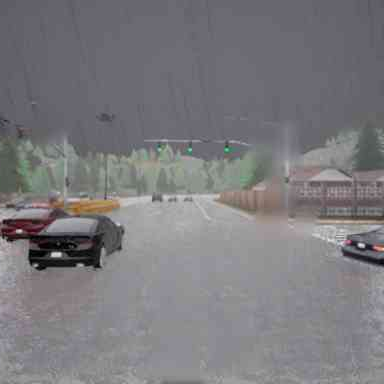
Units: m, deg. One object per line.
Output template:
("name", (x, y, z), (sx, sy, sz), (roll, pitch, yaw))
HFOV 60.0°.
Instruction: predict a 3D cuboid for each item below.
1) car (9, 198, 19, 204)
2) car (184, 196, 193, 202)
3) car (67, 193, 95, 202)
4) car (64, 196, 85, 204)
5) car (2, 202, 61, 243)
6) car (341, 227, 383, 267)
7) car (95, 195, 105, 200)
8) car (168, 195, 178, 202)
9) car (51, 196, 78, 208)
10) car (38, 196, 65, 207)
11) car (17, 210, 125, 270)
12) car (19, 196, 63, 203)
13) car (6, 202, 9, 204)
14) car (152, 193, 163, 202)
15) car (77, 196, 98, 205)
("car", (-18.008, 1.498, 37.653), (2.033, 1.411, 5.357), (0, 0, -1))
("car", (-0.804, 1.562, 75.293), (1.994, 1.385, 4.181), (0, 0, -1))
("car", (-14.542, 1.184, 42.038), (2.150, 2.045, 5.566), (0, 0, 0))
("car", (-21.662, 1.435, 61.633), (2.128, 1.511, 4.902), (0, 0, -1))
("car", (-7.085, 1.458, 16.064), (1.882, 1.535, 5.008), (0, 0, -1))
("car", (7.289, 1.571, 9.922), (5.357, 1.411, 2.033), (0, 0, -11))
("car", (-14.586, 1.527, 51.573), (1.994, 1.385, 4.181), (0, 0, 0))
("car", (-4.302, 1.524, 75.088), (2.128, 1.511, 4.902), (0, 0, -1))
("car", (-18.070, 1.430, 47.395), (1.882, 1.535, 5.008), (0, 0, 0))
("car", (-21.578, 1.434, 51.442), (2.128, 1.511, 4.902), (0, 0, 0))
("car", (-3.533, 1.468, 11.073), (1.882, 1.535, 5.008), (0, 0, -1))
("car", (-14.454, 1.313, 32.464), (2.097, 1.767, 4.553), (0, 0, -1))
("car", (-21.538, 1.418, 42.028), (1.882, 1.535, 5.008), (0, 0, 0))
("car", (-7.802, 1.213, 75.155), (2.150, 2.045, 5.566), (0, 0, -1))
("car", (-18.125, 1.501, 58.044), (2.033, 1.411, 5.357), (0, 0, -1))
